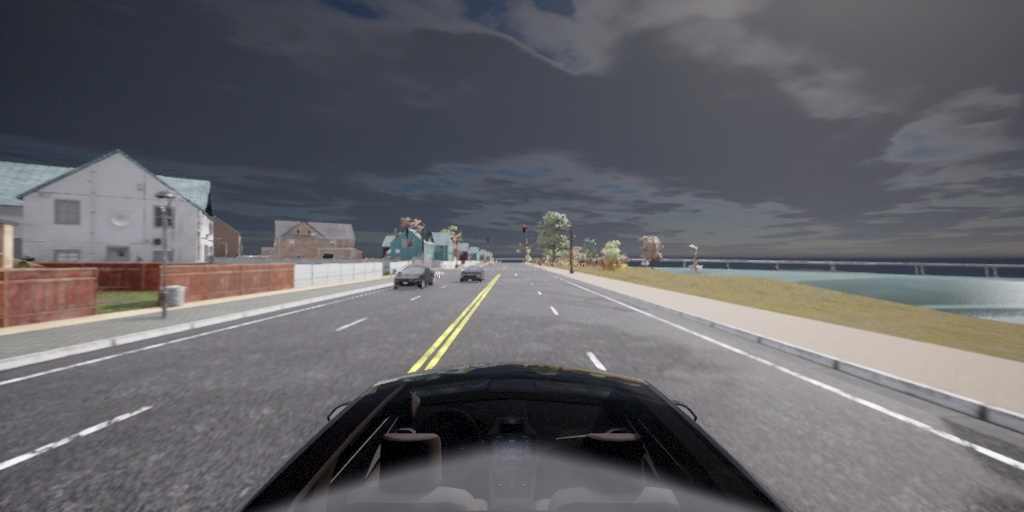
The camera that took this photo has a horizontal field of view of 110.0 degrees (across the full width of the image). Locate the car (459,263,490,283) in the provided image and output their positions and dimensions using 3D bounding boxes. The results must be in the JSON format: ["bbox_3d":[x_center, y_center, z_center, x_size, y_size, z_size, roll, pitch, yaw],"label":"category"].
[{"bbox_3d":[-3.354,1.554,31.266,2.033,1.411,5.357,0,-1,0],"label":"car"}]

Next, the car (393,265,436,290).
[{"bbox_3d":[-6.605,1.425,24.706,1.882,1.535,5.008,0,-1,0],"label":"car"}]
